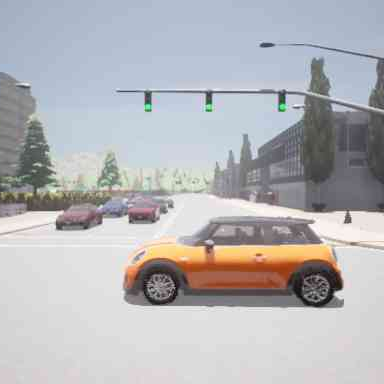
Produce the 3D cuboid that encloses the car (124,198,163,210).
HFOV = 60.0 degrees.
[{"bbox_3d":[-3.536,1.446,25.228,1.882,1.535,5.008,0,0,0],"label":"car"}]

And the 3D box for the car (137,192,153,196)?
[{"bbox_3d":[-6.923,1.287,52.048,2.097,1.767,4.553,0,0,1],"label":"car"}]

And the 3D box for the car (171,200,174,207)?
[{"bbox_3d":[-3.463,1.508,45.002,1.994,1.385,4.181,0,0,1],"label":"car"}]

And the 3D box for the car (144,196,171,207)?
[{"bbox_3d":[-3.510,1.462,34.724,1.837,1.490,4.892,0,0,0],"label":"car"}]

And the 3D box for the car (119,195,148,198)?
[{"bbox_3d":[-6.991,1.442,40.105,2.128,1.511,4.902,0,0,0],"label":"car"}]

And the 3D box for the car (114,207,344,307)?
[{"bbox_3d":[0.815,1.339,7.493,4.553,1.767,2.097,0,0,2],"label":"car"}]

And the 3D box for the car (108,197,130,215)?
[{"bbox_3d":[-7.023,1.488,30.155,1.812,1.442,4.674,0,0,0],"label":"car"}]

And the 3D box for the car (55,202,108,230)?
[{"bbox_3d":[-7.047,1.499,21.250,1.812,1.442,4.674,0,0,0],"label":"car"}]
